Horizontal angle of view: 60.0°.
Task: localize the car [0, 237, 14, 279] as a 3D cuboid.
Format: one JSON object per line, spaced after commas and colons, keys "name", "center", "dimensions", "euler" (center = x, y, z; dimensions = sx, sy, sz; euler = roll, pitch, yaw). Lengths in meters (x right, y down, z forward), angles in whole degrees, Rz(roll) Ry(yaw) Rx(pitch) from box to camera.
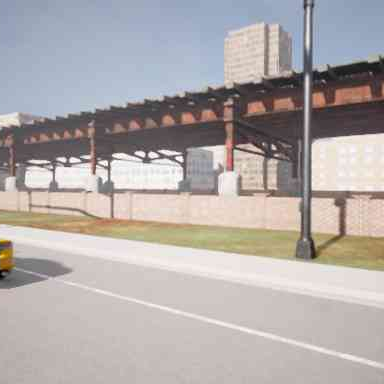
{"name": "car", "center": [-6.649, 1.467, 8.734], "dimensions": [5.008, 1.535, 1.882], "euler": [0, 0, 35]}
